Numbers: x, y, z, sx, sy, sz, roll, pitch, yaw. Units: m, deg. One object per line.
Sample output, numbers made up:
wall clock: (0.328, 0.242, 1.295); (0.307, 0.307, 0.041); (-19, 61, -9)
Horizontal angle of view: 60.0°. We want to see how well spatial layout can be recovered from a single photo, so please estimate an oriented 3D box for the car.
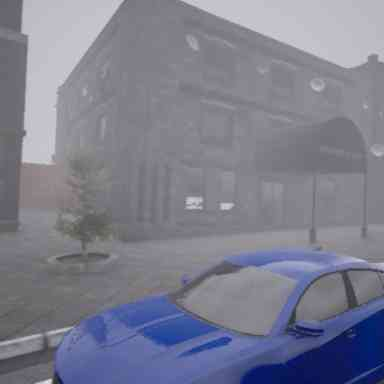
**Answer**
car: (1.018, 1.486, 3.977); (5.008, 1.535, 1.882); (0, 0, -34)
